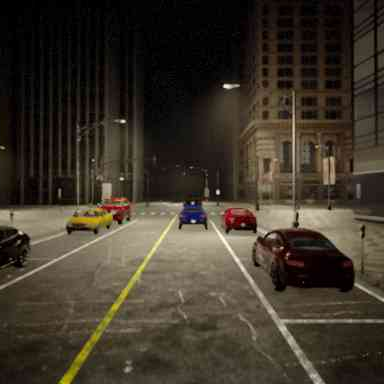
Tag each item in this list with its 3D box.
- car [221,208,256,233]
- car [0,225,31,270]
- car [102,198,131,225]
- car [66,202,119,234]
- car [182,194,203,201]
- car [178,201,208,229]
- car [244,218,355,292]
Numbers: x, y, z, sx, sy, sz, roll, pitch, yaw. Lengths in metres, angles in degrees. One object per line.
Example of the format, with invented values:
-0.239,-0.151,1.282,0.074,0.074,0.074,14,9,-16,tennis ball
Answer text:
2.667,1.582,19.619,1.887,1.381,4.507,0,0,0,car
-5.854,1.578,8.701,1.947,1.339,4.313,1,0,0,car
-5.858,1.370,25.079,2.192,1.841,5.009,0,0,0,car
-5.857,1.563,19.448,1.752,1.417,4.829,0,0,0,car
0.097,1.276,38.212,2.150,2.045,5.566,0,0,0,car
0.079,1.570,21.971,1.812,1.442,4.674,0,0,0,car
2.671,1.594,8.700,1.802,1.307,4.206,0,0,0,car
